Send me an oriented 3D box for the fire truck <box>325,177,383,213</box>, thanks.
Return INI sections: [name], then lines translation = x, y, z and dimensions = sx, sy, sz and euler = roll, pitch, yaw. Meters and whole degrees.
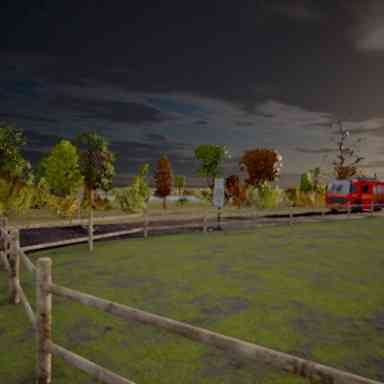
[fire truck]
translation = 18.531, 0.293, 37.374
dimensions = 8.468, 3.827, 2.891
euler = 0, 1, -37
